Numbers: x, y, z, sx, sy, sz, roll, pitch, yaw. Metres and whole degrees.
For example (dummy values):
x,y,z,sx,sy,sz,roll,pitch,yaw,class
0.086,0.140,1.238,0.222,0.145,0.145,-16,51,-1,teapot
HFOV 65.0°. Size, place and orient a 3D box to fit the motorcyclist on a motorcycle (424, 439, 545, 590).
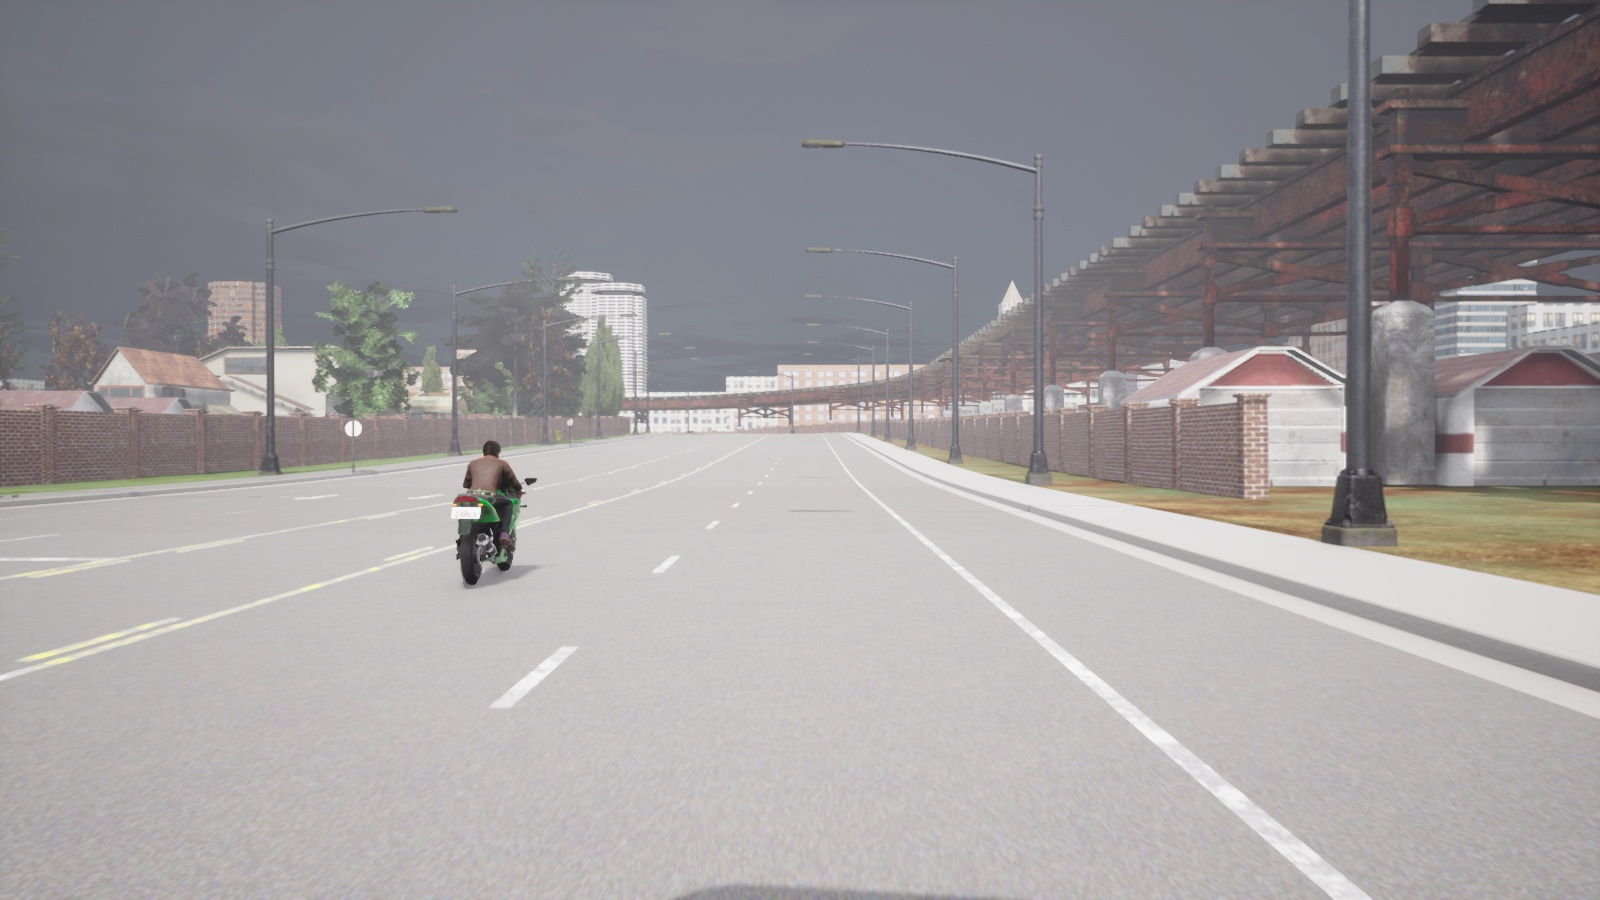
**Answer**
x,y,z,sx,sy,sz,roll,pitch,yaw,class
-3.393,0.649,13.700,0.797,1.523,2.044,0,0,0,motorcyclist on a motorcycle
